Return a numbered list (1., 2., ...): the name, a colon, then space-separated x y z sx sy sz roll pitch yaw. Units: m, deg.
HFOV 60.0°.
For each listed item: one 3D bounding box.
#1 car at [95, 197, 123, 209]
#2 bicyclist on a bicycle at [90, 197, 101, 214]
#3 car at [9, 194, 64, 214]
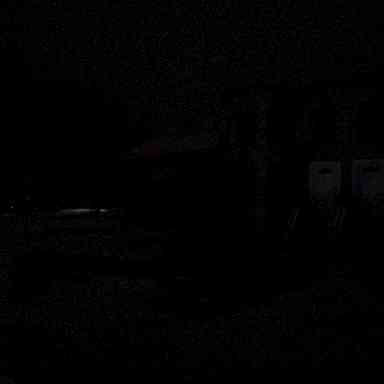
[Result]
1. car: -10.796 1.478 44.736 1.882 1.535 5.008 0 0 36
2. bicyclist on a bicycle: -9.426 1.344 32.352 1.656 1.620 0.582 0 1 36
3. car: -16.853 1.221 36.433 2.150 2.045 5.566 0 0 36
